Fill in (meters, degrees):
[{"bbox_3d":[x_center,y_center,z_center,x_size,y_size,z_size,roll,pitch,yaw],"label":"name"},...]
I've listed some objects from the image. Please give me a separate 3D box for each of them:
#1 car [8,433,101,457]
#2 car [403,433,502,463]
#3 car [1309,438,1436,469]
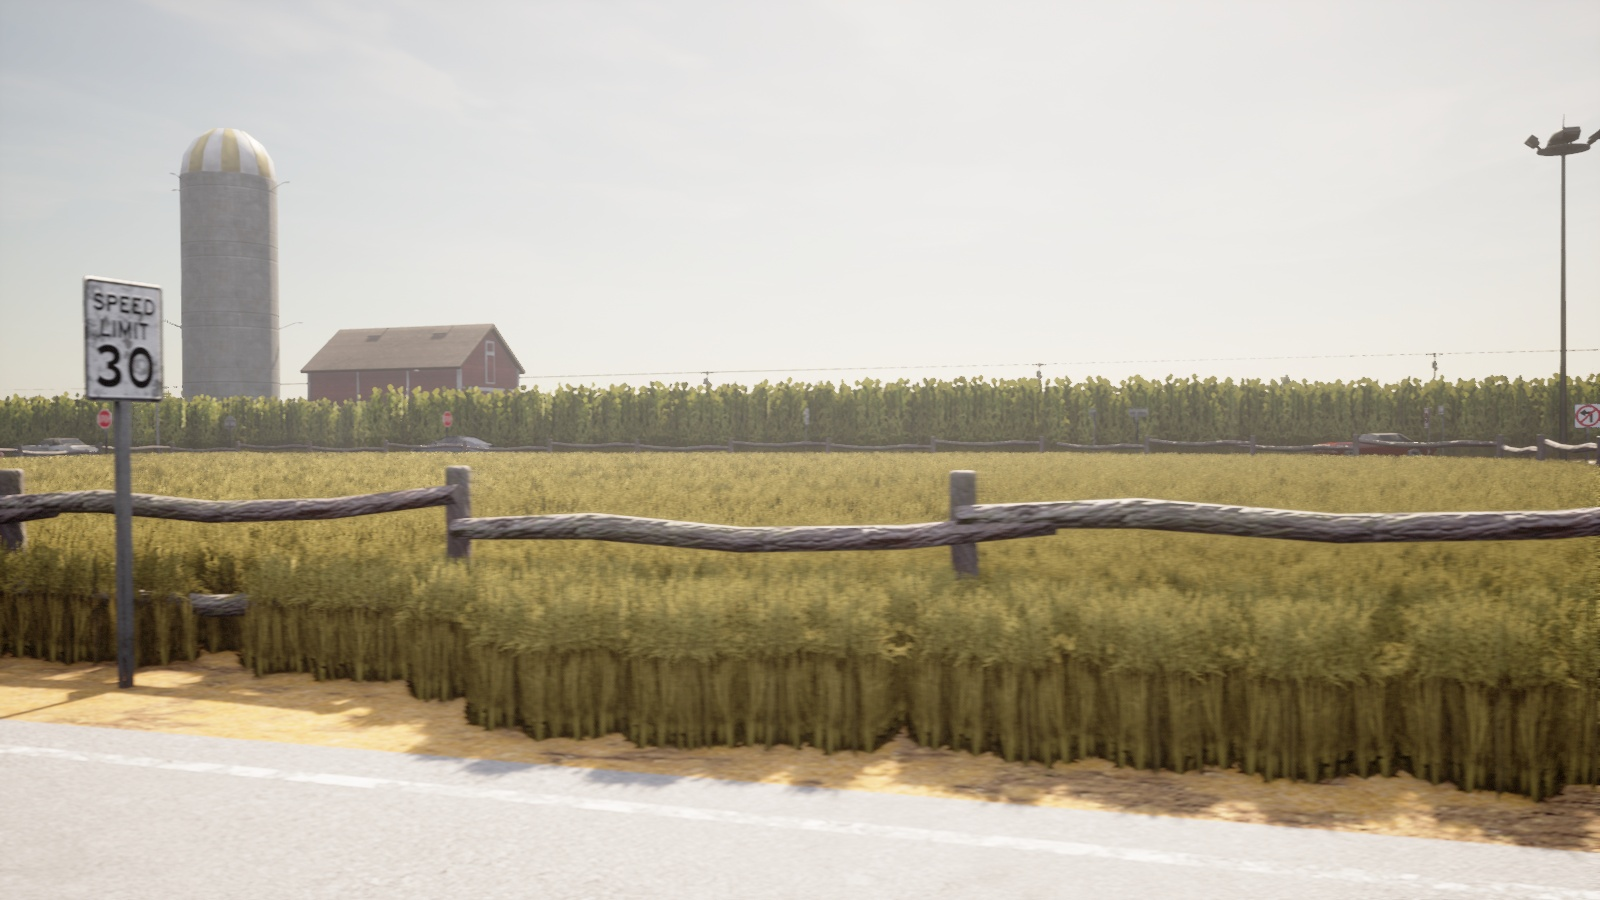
[{"bbox_3d":[-40.798,-0.287,68.715,4.718,1.301,1.895,0,1,21],"label":"car"},{"bbox_3d":[-16.748,-0.119,60.518,4.181,1.385,1.994,1,1,18],"label":"car"},{"bbox_3d":[24.764,0.120,54.396,4.718,1.301,1.895,0,1,-6],"label":"car"}]
